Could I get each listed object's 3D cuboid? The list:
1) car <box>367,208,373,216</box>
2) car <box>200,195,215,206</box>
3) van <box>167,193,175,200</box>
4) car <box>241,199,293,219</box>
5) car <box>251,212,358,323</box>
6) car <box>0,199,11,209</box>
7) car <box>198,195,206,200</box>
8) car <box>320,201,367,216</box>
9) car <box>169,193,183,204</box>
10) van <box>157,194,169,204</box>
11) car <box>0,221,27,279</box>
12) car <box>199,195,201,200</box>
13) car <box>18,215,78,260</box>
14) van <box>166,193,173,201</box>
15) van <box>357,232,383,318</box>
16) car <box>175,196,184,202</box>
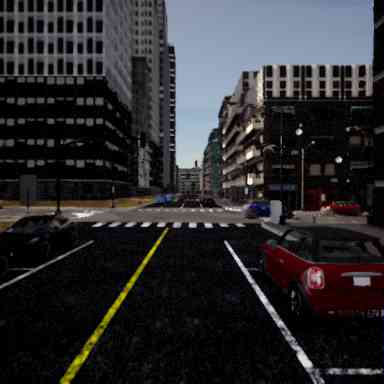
[{"bbox_3d":[21.381,1.915,35.957,4.829,1.417,1.752,1,-1,-1],"label":"car"},{"bbox_3d":[2.693,1.524,52.091,1.947,1.339,4.313,0,0,0],"label":"car"},{"bbox_3d":[-5.686,1.278,90.330,1.690,1.788,3.998,0,0,0],"label":"van"},{"bbox_3d":[6.815,1.486,30.088,4.553,1.767,2.097,1,0,-1],"label":"car"},{"bbox_3d":[2.688,1.434,7.201,1.967,1.590,4.097,0,0,0],"label":"car"},{"bbox_3d":[-22.029,1.093,35.557,4.829,1.417,1.752,1,-1,-1],"label":"car"},{"bbox_3d":[2.695,1.482,90.329,1.887,1.381,4.507,0,0,0],"label":"car"},{"bbox_3d":[16.030,1.728,35.898,4.097,1.590,1.967,1,-1,-1],"label":"car"},{"bbox_3d":[-3.011,1.447,63.239,2.128,1.511,4.902,0,0,0],"label":"car"},{"bbox_3d":[-5.688,1.292,62.058,1.690,1.788,3.998,0,0,0],"label":"van"},{"bbox_3d":[-5.692,1.559,7.201,1.947,1.339,4.313,0,0,0],"label":"car"},{"bbox_3d":[2.693,1.497,62.058,1.887,1.381,4.507,0,0,0],"label":"car"},{"bbox_3d":[-5.692,1.554,12.447,1.947,1.339,4.313,0,0,0],"label":"car"},{"bbox_3d":[-5.686,1.280,84.675,1.690,1.788,3.998,0,0,0],"label":"van"},{"bbox_3d":[2.687,1.340,1.650,1.690,1.788,3.998,0,0,0],"label":"van"},{"bbox_3d":[-2.994,1.533,78.693,1.895,1.301,4.718,0,0,0],"label":"car"}]
